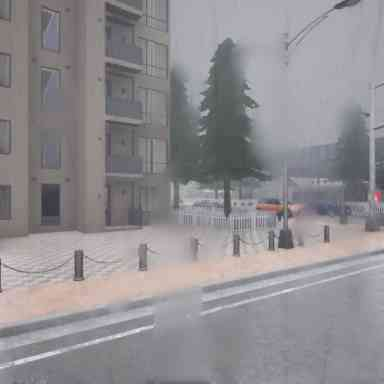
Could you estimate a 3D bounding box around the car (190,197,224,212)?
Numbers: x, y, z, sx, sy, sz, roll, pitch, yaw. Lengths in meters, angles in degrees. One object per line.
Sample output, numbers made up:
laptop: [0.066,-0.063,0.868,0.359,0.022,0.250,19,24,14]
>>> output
car: [1.830,1.579,37.605,1.994,1.385,4.181,0,0,-37]

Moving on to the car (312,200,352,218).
car: [11.911,1.493,30.438,1.882,1.535,5.008,0,0,-37]

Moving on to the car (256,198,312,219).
car: [7.878,1.367,29.619,2.097,1.767,4.553,0,0,-37]

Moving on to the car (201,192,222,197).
car: [5.363,1.112,92.687,1.932,1.855,4.605,0,0,-37]

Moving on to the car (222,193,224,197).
car: [7.449,1.092,94.752,1.905,1.878,3.866,0,0,-37]
